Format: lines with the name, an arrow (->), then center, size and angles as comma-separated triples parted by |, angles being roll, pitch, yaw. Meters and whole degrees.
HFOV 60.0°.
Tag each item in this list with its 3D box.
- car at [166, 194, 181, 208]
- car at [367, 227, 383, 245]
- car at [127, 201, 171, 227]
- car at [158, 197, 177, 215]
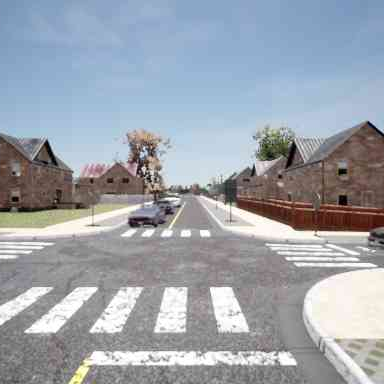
car -> -2.869, 1.262, 49.589 | 2.150, 2.045, 5.566 | 0, 0, 1
car -> 10.440, 1.732, 14.034 | 5.357, 1.411, 2.033 | 1, -1, -1
car -> -3.005, 1.570, 23.228 | 2.033, 1.411, 5.357 | 0, 0, 4
car -> -2.874, 1.537, 34.489 | 1.837, 1.490, 4.892 | 0, 0, 0
